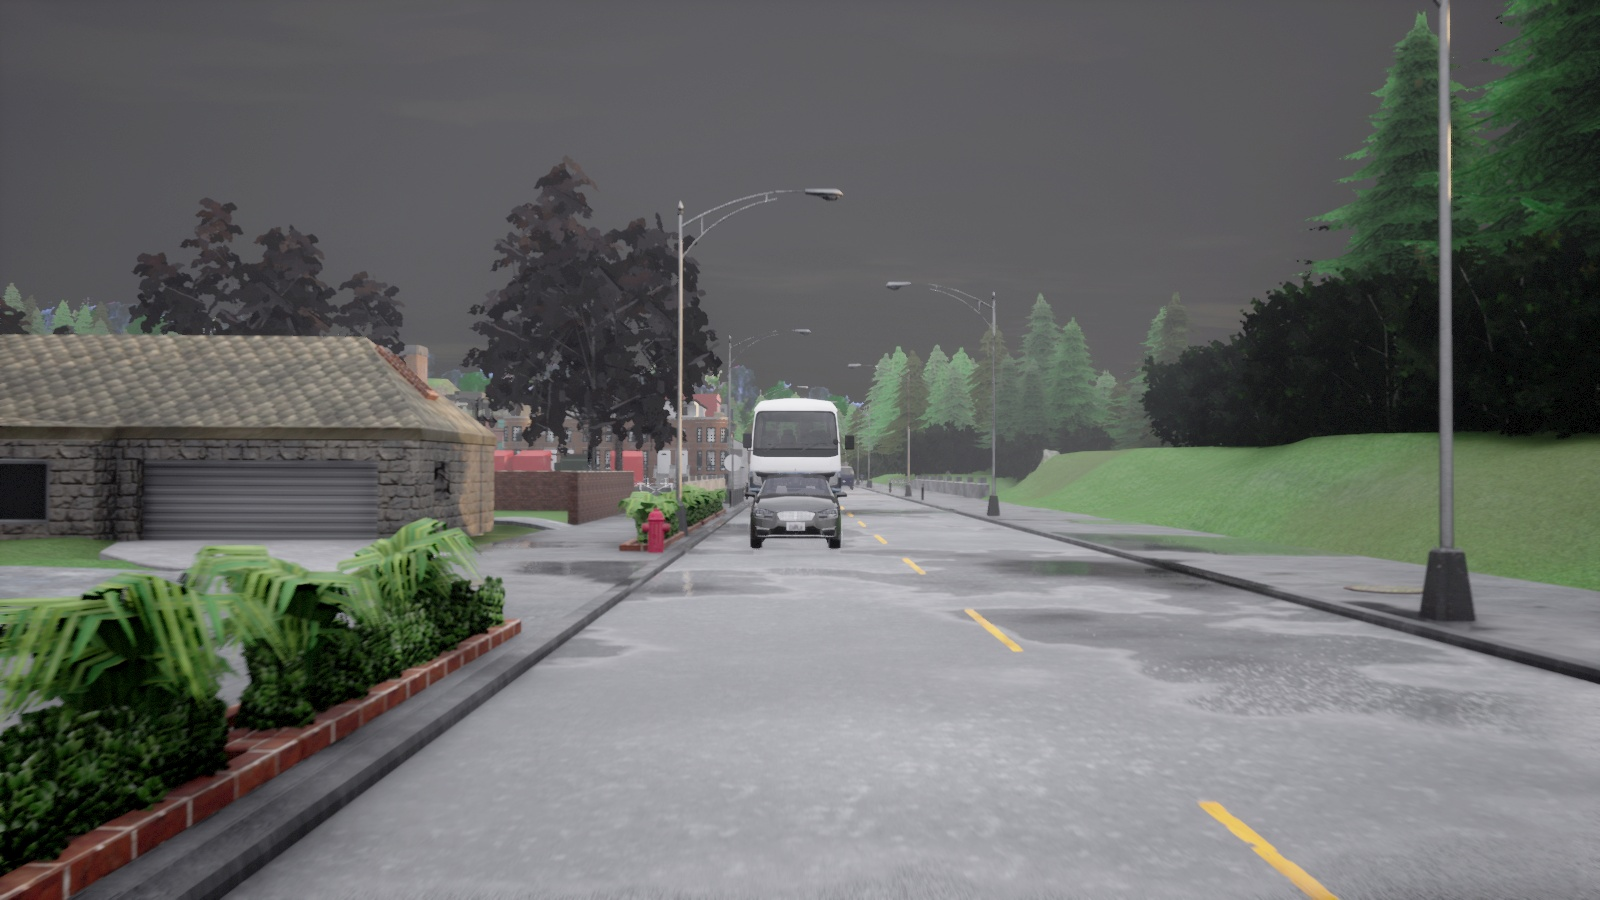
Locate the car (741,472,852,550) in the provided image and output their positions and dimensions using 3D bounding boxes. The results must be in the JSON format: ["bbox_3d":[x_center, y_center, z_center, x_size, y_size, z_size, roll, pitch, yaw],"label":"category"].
[{"bbox_3d":[-0.080,1.218,26.708,2.128,1.511,4.902,0,-1,0],"label":"car"}]

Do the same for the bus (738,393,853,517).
[{"bbox_3d":[-0.160,0.251,48.505,3.944,4.253,10.273,0,-1,0],"label":"bus"}]
